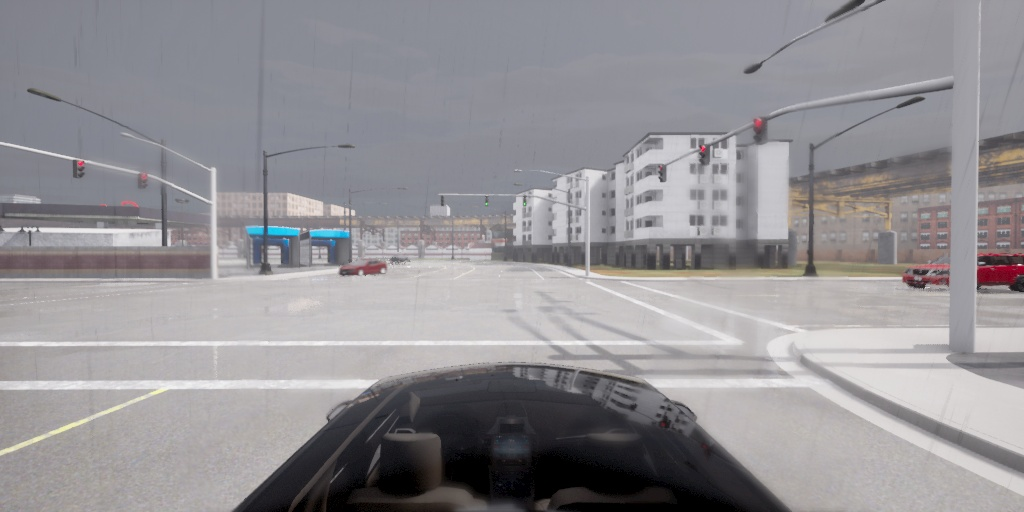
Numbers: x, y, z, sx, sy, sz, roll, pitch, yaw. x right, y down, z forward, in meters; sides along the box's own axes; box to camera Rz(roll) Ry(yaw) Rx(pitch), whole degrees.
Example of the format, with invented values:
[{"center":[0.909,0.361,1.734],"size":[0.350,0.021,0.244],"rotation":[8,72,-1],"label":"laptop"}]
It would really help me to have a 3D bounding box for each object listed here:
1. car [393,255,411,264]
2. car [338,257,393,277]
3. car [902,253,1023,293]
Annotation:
[{"center":[-19.181,0.518,61.580],"size":[1.882,1.535,5.008],"rotation":[-1,1,-41],"label":"car"},{"center":[-12.990,1.021,31.527],"size":[1.882,1.535,5.008],"rotation":[0,2,15],"label":"car"},{"center":[24.520,0.855,19.262],"size":[5.566,2.045,2.150],"rotation":[0,1,-1],"label":"car"}]
